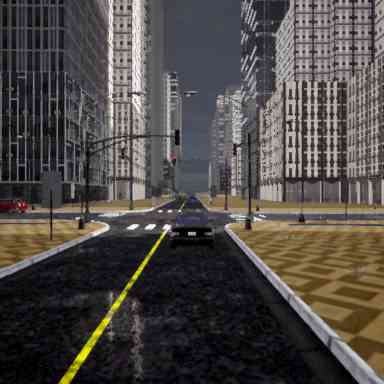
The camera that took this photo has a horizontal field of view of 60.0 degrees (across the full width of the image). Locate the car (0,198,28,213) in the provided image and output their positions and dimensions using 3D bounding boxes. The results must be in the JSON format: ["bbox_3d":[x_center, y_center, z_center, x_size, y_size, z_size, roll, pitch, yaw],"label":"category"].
[{"bbox_3d":[-19.205,1.361,34.109,4.097,1.590,1.967,0,-1,-1],"label":"car"}]

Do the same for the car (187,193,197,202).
[{"bbox_3d":[0.000,1.419,73.401,1.812,1.442,4.674,0,0,0],"label":"car"}]

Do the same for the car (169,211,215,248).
[{"bbox_3d":[0.000,1.563,14.650,2.033,1.411,5.357,0,0,0],"label":"car"}]

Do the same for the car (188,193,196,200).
[{"bbox_3d":[0.001,1.175,86.706,2.097,1.767,4.553,0,0,0],"label":"car"}]

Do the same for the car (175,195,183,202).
[{"bbox_3d":[-2.999,1.485,77.375,1.837,1.490,4.892,0,0,0],"label":"car"}]
